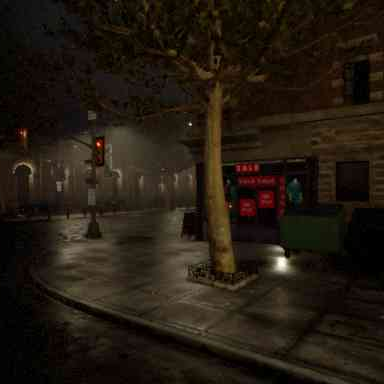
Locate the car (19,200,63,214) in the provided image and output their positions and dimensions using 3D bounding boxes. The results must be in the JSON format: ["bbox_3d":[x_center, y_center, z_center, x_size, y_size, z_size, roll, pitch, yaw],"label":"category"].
[{"bbox_3d":[-15.696,1.564,34.808,1.994,1.385,4.181,0,0,36],"label":"car"}]

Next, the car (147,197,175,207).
[{"bbox_3d":[-4.601,1.478,50.062,1.882,1.535,5.008,0,0,36],"label":"car"}]

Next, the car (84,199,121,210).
[{"bbox_3d":[-12.108,1.595,45.105,1.895,1.301,4.718,0,0,36],"label":"car"}]

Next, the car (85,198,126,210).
[{"bbox_3d":[-10.491,1.492,41.972,2.128,1.511,4.902,0,0,36],"label":"car"}]
